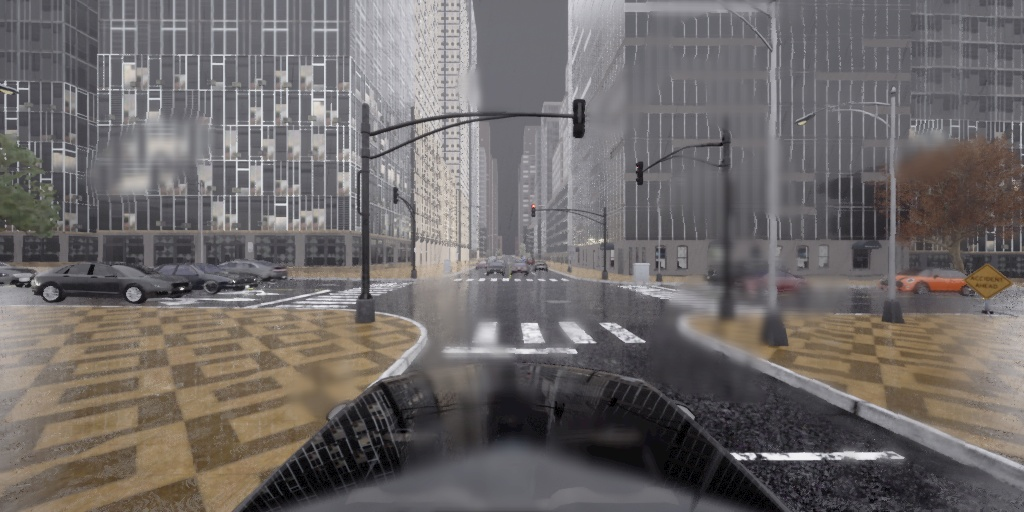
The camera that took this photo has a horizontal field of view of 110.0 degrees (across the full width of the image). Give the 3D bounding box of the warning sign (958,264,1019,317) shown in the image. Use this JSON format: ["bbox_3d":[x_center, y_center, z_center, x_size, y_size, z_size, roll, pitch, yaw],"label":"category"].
[{"bbox_3d":[17.212,1.204,12.986,1.060,1.860,1.300,0,0,-3],"label":"warning sign"}]

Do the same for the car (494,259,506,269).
[{"bbox_3d":[-1.908,1.234,59.091,1.882,1.535,5.008,0,0,0],"label":"car"}]

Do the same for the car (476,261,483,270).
[{"bbox_3d":[-4.322,1.342,52.153,1.802,1.307,4.207,0,0,-1],"label":"car"}]

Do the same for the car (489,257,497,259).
[{"bbox_3d":[-1.817,1.267,48.856,1.837,1.490,4.892,0,0,-1],"label":"car"}]

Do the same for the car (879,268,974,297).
[{"bbox_3d":[26.386,1.604,22.926,4.553,1.767,2.097,1,0,-3],"label":"car"}]

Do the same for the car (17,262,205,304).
[{"bbox_3d":[-15.428,0.998,14.030,4.892,1.490,1.837,1,0,-3],"label":"car"}]

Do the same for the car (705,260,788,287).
[{"bbox_3d":[16.899,1.303,25.686,5.566,2.045,2.150,1,0,-3],"label":"car"}]

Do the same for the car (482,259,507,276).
[{"bbox_3d":[-1.715,1.314,38.497,2.033,1.411,5.357,0,0,-1],"label":"car"}]

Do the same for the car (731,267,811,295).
[{"bbox_3d":[16.087,1.631,22.389,4.181,1.385,1.994,1,0,-3],"label":"car"}]

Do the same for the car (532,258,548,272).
[{"bbox_3d":[3.663,1.329,46.708,1.948,1.339,4.313,0,0,-1],"label":"car"}]

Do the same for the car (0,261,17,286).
[{"bbox_3d":[-25.375,0.802,16.768,4.902,1.511,2.128,1,0,-3],"label":"car"}]

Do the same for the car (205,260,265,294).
[{"bbox_3d":[-15.441,1.040,17.319,5.357,1.411,2.033,1,0,0],"label":"car"}]

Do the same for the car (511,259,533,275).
[{"bbox_3d":[0.920,1.313,39.363,2.033,1.411,5.357,0,0,4],"label":"car"}]

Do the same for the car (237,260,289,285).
[{"bbox_3d":[-15.675,0.979,20.726,4.902,1.511,2.128,1,0,-3],"label":"car"}]
